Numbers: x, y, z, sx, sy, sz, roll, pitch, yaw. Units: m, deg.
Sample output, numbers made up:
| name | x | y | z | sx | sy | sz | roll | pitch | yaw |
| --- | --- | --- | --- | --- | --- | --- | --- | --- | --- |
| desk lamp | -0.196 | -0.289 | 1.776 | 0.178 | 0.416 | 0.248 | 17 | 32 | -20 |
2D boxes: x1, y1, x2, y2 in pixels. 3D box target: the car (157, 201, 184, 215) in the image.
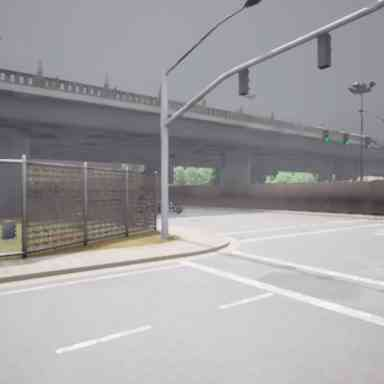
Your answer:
| name | x | y | z | sx | sy | sz | roll | pitch | yaw |
| --- | --- | --- | --- | --- | --- | --- | --- | --- | --- |
| car | -2.813 | 1.589 | 33.439 | 1.895 | 1.301 | 4.718 | 0 | 0 | -36 |
